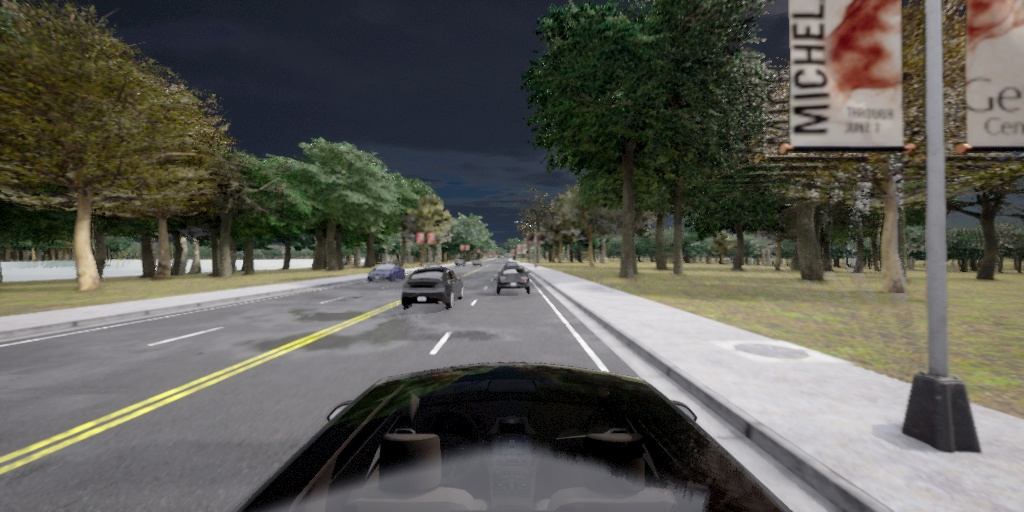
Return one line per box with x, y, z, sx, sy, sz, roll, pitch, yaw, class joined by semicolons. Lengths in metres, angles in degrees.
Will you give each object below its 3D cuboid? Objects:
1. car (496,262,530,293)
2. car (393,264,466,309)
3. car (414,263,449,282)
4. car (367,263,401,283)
0.072;1.291;20.697;1.812;1.442;4.674;0;0;0;car
-3.162;1.265;14.962;1.837;1.490;4.892;0;0;0;car
-6.662;1.345;30.109;1.994;1.385;4.181;0;0;0;car
-9.905;1.305;28.647;1.812;1.442;4.674;0;0;0;car
